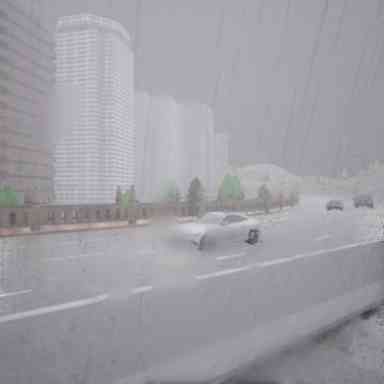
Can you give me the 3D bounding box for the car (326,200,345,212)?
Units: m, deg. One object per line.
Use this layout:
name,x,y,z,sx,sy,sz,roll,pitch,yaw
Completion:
car,17.744,1.641,41.032,2.033,1.411,5.357,0,0,28

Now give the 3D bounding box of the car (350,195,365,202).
car,34.791,1.287,70.213,1.812,1.442,4.674,0,0,13

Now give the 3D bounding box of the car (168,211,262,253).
car,1.122,1.570,14.183,4.674,1.442,1.812,0,0,-43

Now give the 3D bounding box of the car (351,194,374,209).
car,24.839,1.322,48.121,2.150,2.045,5.566,0,0,22
